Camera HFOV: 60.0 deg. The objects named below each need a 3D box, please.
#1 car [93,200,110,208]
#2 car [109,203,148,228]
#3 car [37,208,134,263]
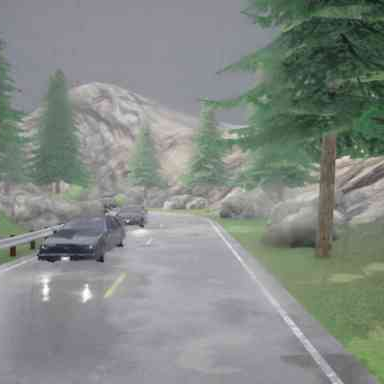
[{"bbox_3d":[-11.826,1.647,41.891,4.718,1.301,1.895,0,0,29],"label":"car"},{"bbox_3d":[-4.021,1.528,22.437,1.837,1.490,4.892,0,0,-3],"label":"car"},{"bbox_3d":[-3.716,1.561,12.365,2.033,1.411,5.357,0,0,0],"label":"car"}]
